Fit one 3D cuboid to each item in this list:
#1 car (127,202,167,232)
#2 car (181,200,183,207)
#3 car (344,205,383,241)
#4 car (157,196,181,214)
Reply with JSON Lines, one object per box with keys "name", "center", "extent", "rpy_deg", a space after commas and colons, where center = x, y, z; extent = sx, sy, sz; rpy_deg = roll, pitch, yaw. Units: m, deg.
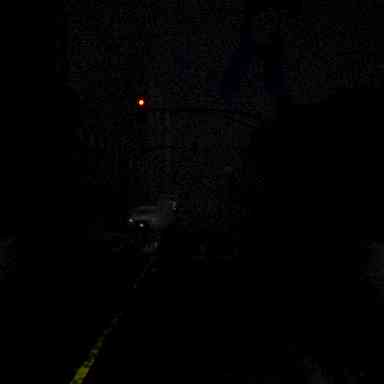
{"name": "car", "center": [-2.815, 1.612, 20.983], "extent": [1.812, 1.442, 4.674], "rpy_deg": [0, 0, 0]}
{"name": "car", "center": [-2.669, 2.118, 64.773], "extent": [2.033, 1.411, 5.357], "rpy_deg": [0, -1, 1]}
{"name": "car", "center": [10.842, 1.641, 17.862], "extent": [5.009, 1.841, 2.192], "rpy_deg": [1, -1, 0]}
{"name": "car", "center": [-2.788, 1.437, 38.610], "extent": [2.150, 2.045, 5.566], "rpy_deg": [0, -1, 0]}
